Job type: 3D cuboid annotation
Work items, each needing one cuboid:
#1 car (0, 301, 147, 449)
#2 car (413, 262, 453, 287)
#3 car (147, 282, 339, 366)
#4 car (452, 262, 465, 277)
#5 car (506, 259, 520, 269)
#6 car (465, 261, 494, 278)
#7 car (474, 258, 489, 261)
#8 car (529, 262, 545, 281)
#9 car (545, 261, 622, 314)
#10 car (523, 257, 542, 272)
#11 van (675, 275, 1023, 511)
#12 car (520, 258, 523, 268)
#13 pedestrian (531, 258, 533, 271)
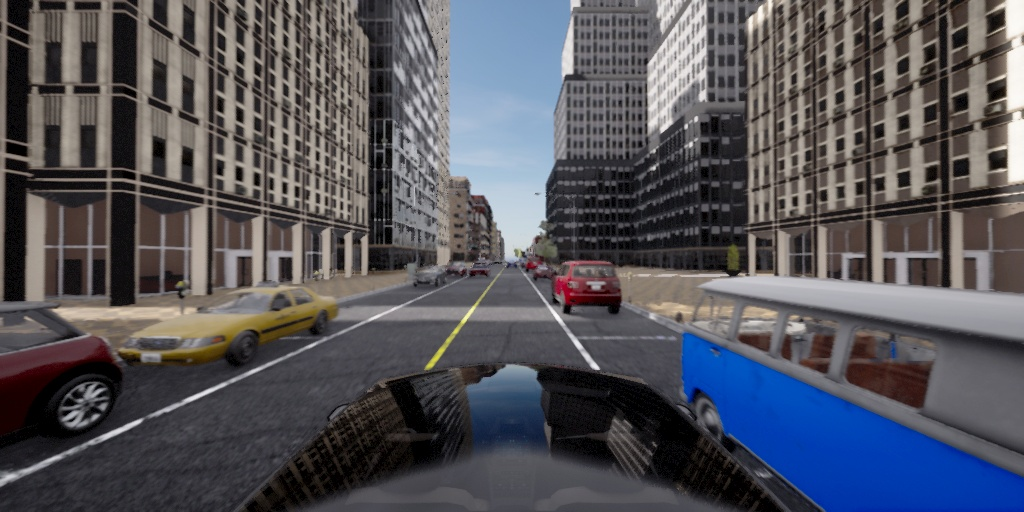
[{"bbox_3d":[-5.690,1.192,2.540,1.967,1.591,4.097,0,0,0],"label":"car"},{"bbox_3d":[-5.695,1.370,25.296,2.007,1.370,4.403,0,0,0],"label":"car"},{"bbox_3d":[-5.691,1.293,8.059,1.751,1.417,4.829,0,0,0],"label":"car"},{"bbox_3d":[-5.697,1.296,36.674,1.967,1.591,4.097,0,0,0],"label":"car"},{"bbox_3d":[-0.012,1.478,63.293,1.812,1.442,4.674,0,0,0],"label":"car"},{"bbox_3d":[-3.091,1.452,35.005,1.895,1.301,4.718,0,0,0],"label":"car"},{"bbox_3d":[-5.702,1.272,65.118,2.192,1.841,5.009,0,0,0],"label":"car"},{"bbox_3d":[2.668,1.420,30.961,1.802,1.307,4.207,0,0,0],"label":"car"},{"bbox_3d":[2.698,1.099,13.894,2.192,1.841,5.009,0,0,0],"label":"car"},{"bbox_3d":[2.990,1.125,49.570,2.150,2.045,5.566,0,0,0],"label":"car"},{"bbox_3d":[2.698,1.093,2.516,1.690,1.789,3.998,0,0,0],"label":"van"},{"bbox_3d":[2.645,1.523,65.094,1.948,1.339,4.313,0,0,0],"label":"car"},{"bbox_3d":[2.990,1.206,52.827,0.375,1.860,0.375,0,-1,0],"label":"pedestrian"}]
